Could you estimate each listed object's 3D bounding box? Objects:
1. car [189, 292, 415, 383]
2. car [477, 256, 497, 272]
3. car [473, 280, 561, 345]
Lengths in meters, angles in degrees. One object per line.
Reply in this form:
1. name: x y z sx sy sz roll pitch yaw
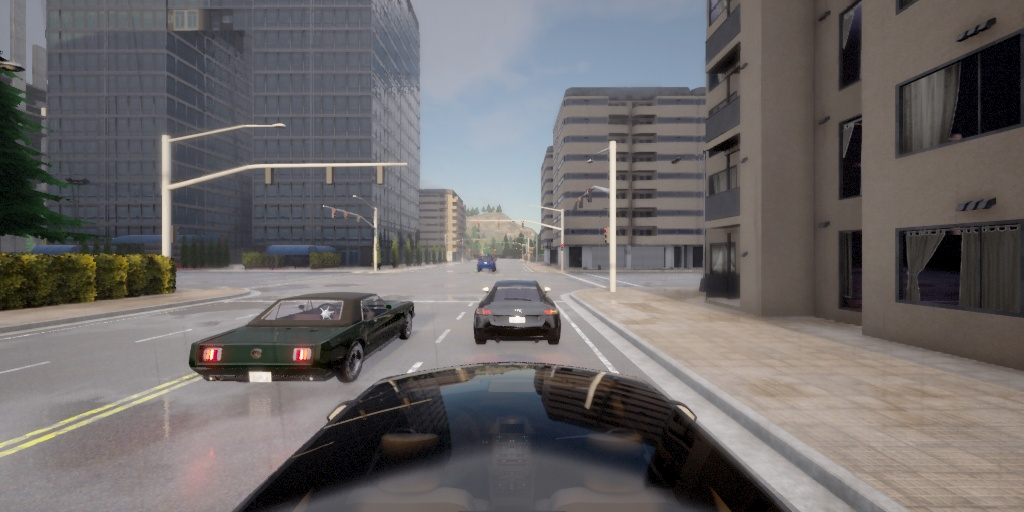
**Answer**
1. car: -3.381 1.351 7.067 1.895 1.301 4.718 0 0 0
2. car: -3.211 0.971 46.303 2.150 2.045 5.566 0 0 0
3. car: 0.130 1.314 9.545 1.994 1.385 4.181 0 0 1
